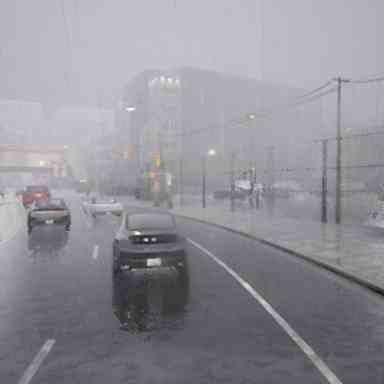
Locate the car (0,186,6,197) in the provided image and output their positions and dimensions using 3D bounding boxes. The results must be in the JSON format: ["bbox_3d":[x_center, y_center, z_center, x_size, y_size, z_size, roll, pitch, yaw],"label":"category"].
[{"bbox_3d":[-33.172,-0.033,57.129,1.882,1.535,5.008,-1,2,-29],"label":"car"}]

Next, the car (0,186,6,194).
[{"bbox_3d":[-43.115,-0.458,75.008,2.128,1.511,4.902,-1,2,-29],"label":"car"}]

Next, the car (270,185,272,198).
[{"bbox_3d":[11.179,0.143,45.487,1.816,1.474,4.193,-1,2,-29],"label":"car"}]

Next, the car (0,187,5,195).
[{"bbox_3d":[-38.050,-0.217,65.896,1.812,1.442,4.674,-1,2,-29],"label":"car"}]

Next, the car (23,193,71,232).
[{"bbox_3d":[-7.218,1.039,16.842,2.128,1.511,4.902,-1,2,-23],"label":"car"}]

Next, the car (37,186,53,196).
[{"bbox_3d":[-26.114,-0.222,59.040,2.097,1.767,4.553,-1,2,-29],"label":"car"}]

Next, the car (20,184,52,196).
[{"bbox_3d":[-14.319,0.408,30.593,2.150,2.045,5.566,-1,2,-29],"label":"car"}]

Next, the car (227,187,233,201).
[{"bbox_3d":[4.576,0.105,41.724,2.185,1.767,4.553,-1,2,-29],"label":"car"}]

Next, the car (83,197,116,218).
[{"bbox_3d":[-6.225,0.984,22.837,1.895,1.301,4.718,-1,2,-26],"label":"car"}]

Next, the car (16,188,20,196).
[{"bbox_3d":[-30.912,-0.041,60.473,1.994,1.385,4.181,-1,2,-29],"label":"car"}]

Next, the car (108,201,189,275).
[{"bbox_3d":[-1.323,1.238,9.695,1.837,1.490,4.892,0,1,-12],"label":"car"}]
